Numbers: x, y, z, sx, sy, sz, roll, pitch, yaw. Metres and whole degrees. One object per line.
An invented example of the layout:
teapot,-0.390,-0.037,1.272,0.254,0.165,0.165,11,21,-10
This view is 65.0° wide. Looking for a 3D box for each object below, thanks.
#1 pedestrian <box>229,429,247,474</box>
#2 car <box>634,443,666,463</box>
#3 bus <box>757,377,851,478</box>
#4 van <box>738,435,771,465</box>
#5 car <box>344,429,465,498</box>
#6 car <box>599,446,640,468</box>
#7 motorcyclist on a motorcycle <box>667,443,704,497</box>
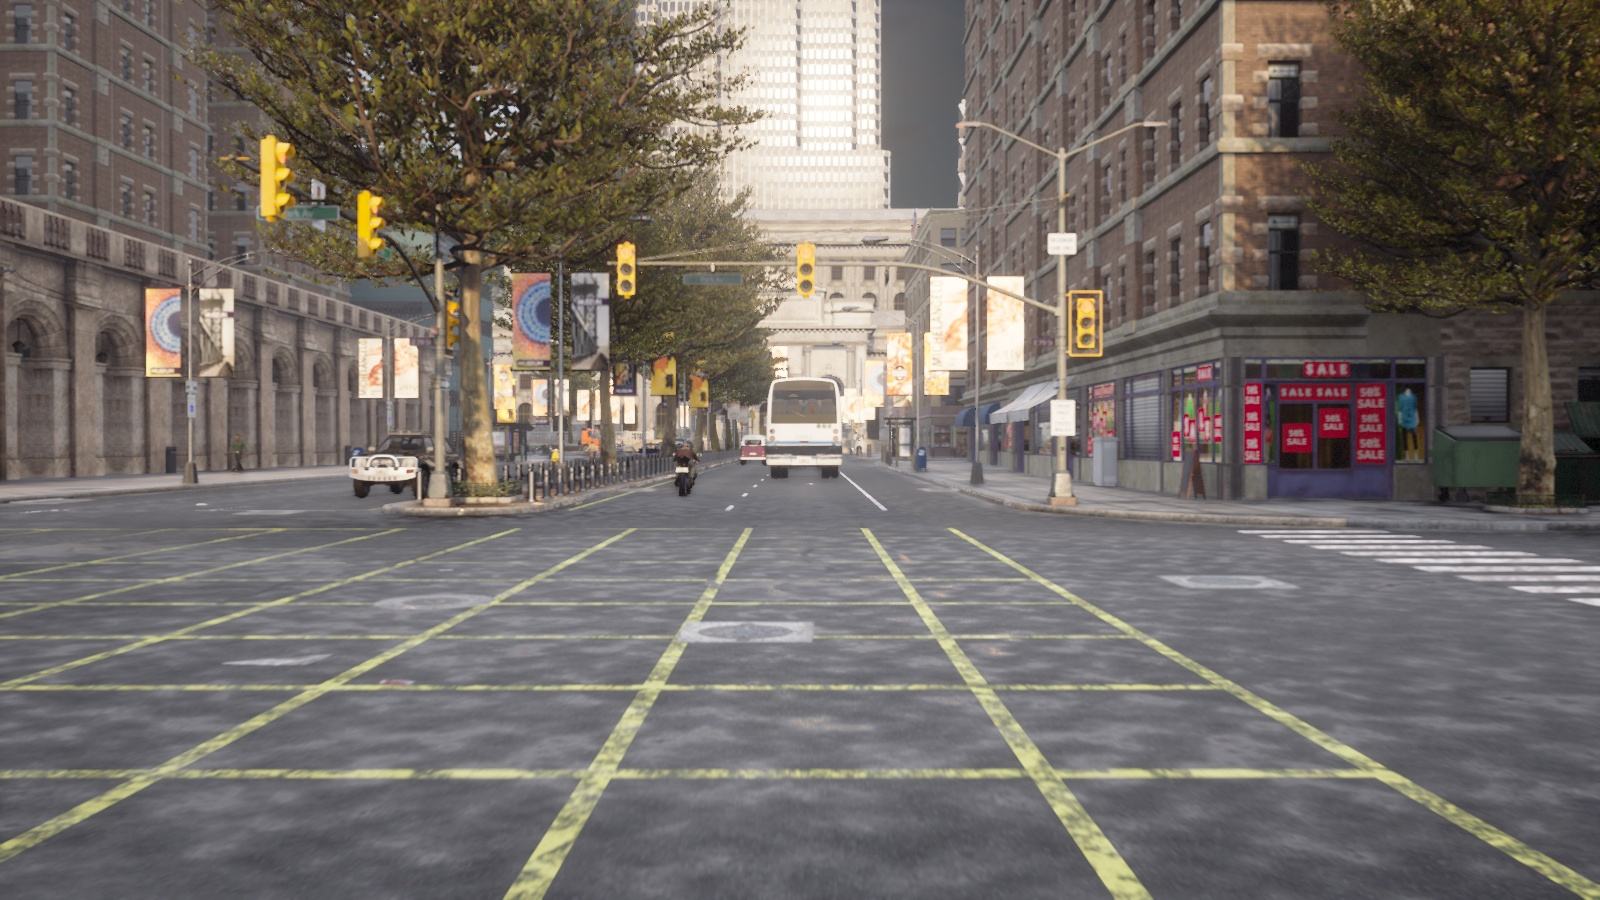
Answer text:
pedestrian,-24.811,0.065,55.427,0.423,1.949,0.788,0,0,0
car,-11.082,0.217,93.085,1.816,1.474,4.193,0,0,0
bus,0.239,-0.965,58.274,3.944,4.253,10.273,0,0,1
van,-3.122,-0.029,86.422,2.069,2.038,4.480,0,0,1
car,-11.269,0.347,36.106,1.932,1.855,4.605,0,0,1
car,-11.151,0.391,77.847,1.895,1.301,4.718,0,0,0
motorcyclist on a motorcycle,-3.328,0.569,36.557,0.866,1.530,2.191,0,0,0
